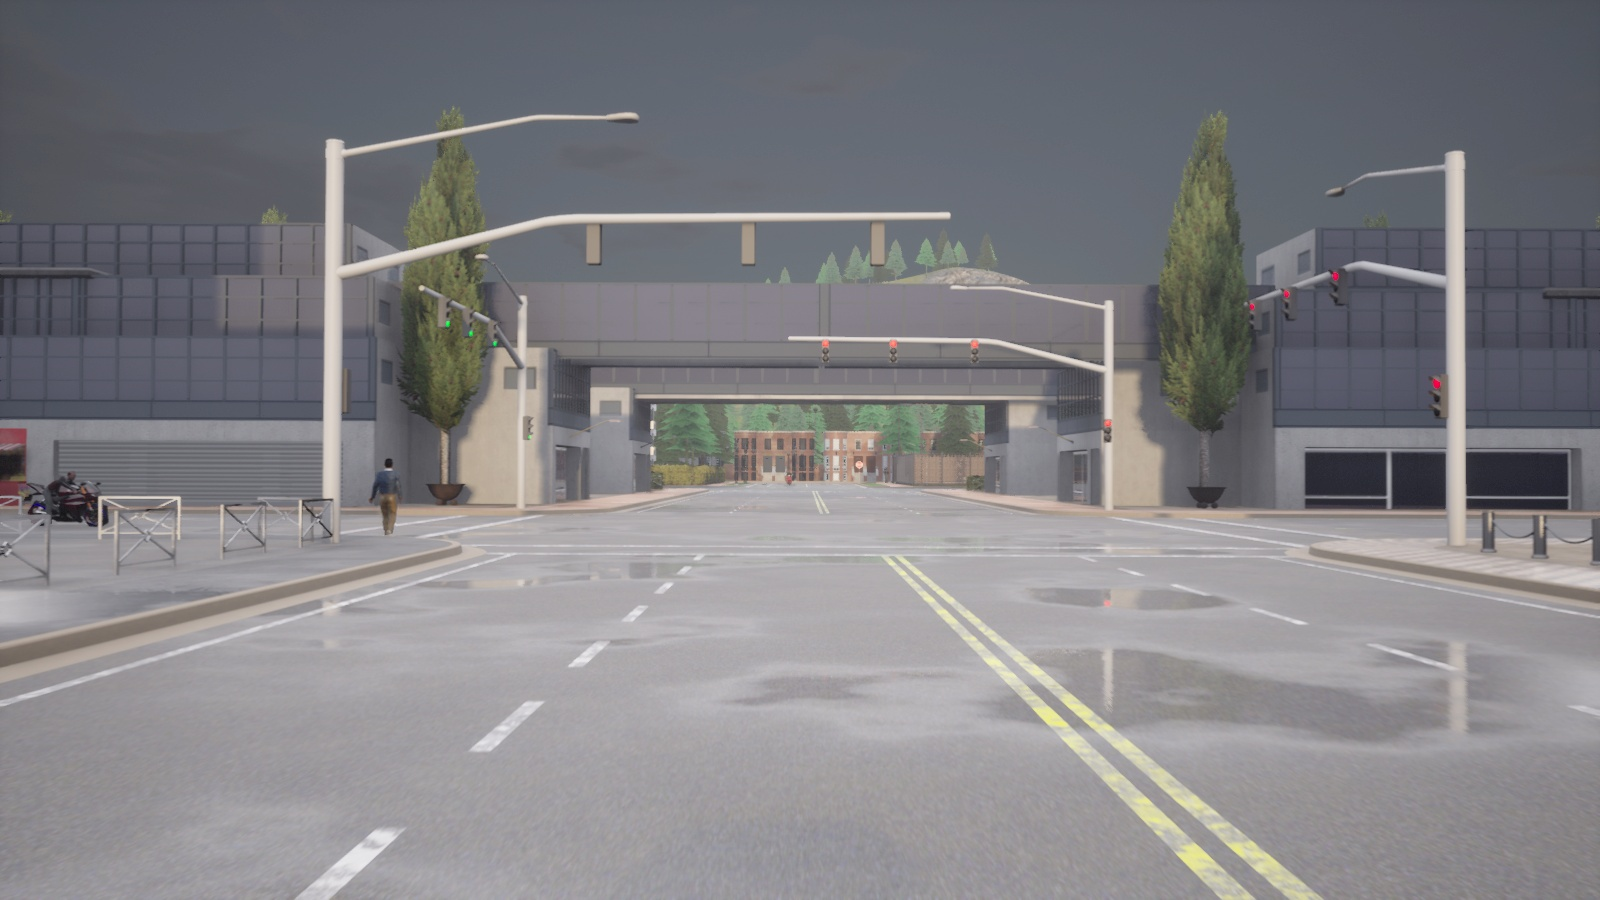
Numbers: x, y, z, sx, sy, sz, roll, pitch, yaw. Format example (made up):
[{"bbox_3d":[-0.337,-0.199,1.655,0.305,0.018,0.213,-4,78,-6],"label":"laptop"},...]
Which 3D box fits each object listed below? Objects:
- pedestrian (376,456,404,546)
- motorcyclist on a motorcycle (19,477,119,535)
[{"bbox_3d":[-8.977,1.106,27.491,0.423,1.949,0.788,0,-1,-7],"label":"pedestrian"},{"bbox_3d":[-19.572,1.491,33.662,2.191,1.530,0.866,0,-1,1],"label":"motorcyclist on a motorcycle"}]
